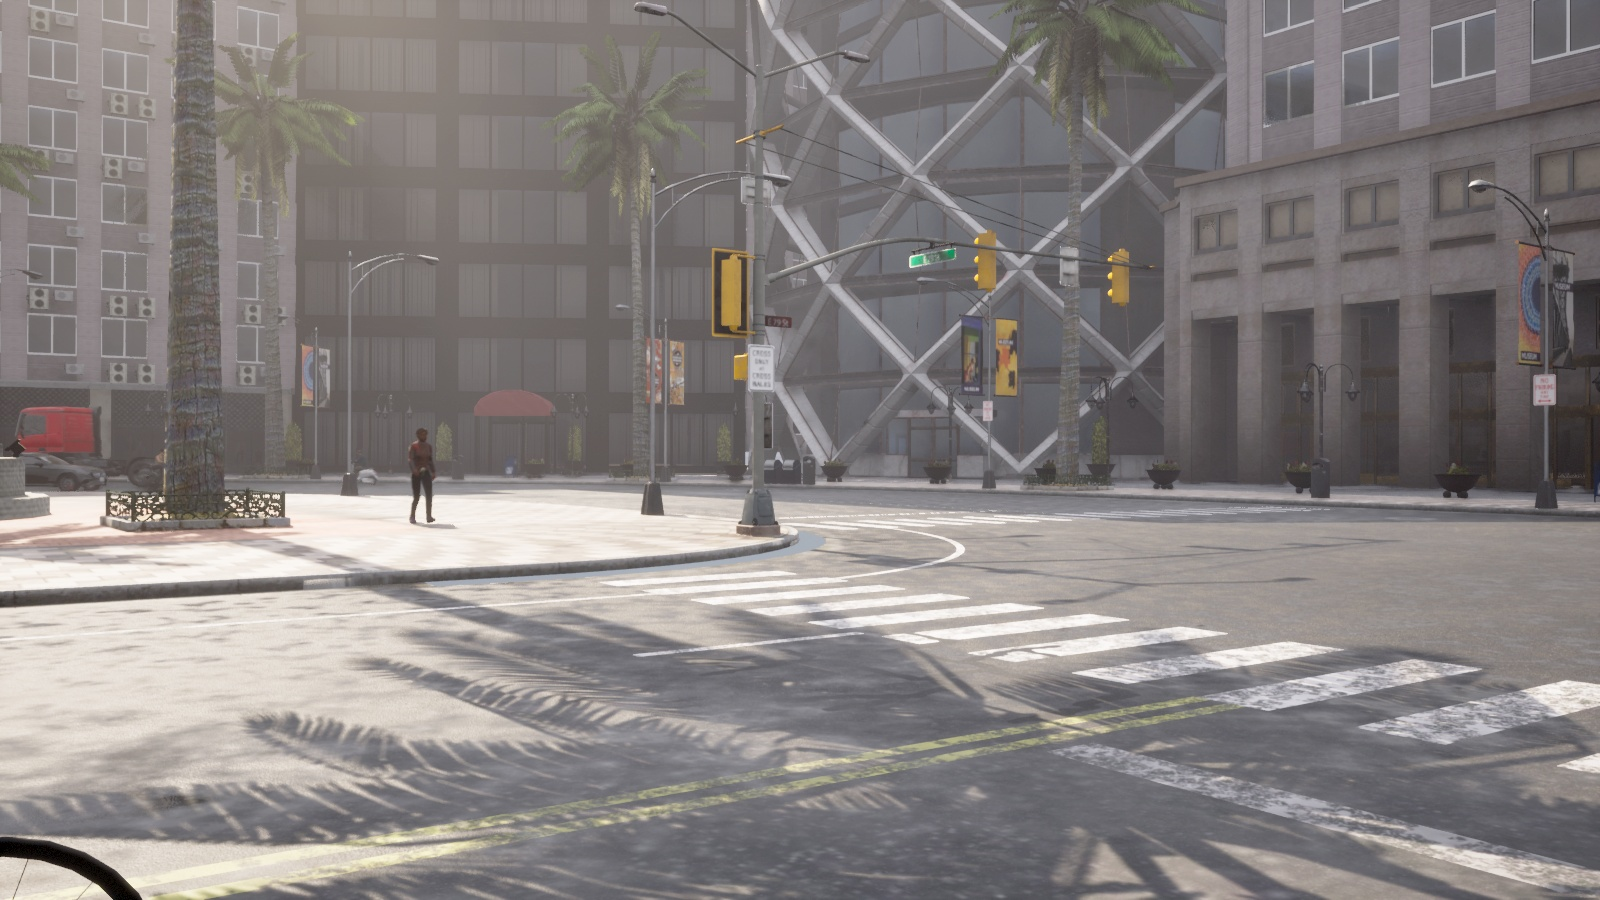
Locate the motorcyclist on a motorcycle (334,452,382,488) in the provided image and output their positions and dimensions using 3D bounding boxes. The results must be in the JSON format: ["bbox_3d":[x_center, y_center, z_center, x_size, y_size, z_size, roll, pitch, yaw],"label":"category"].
[{"bbox_3d":[-19.782,0.878,56.183,1.817,1.590,0.866,0,0,10],"label":"motorcyclist on a motorcycle"}]

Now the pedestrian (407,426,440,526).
[{"bbox_3d":[-6.945,0.473,23.148,0.328,1.805,0.869,0,0,-36],"label":"pedestrian"}]

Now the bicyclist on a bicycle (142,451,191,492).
[{"bbox_3d":[-25.055,0.856,49.681,1.509,1.612,0.866,0,0,2],"label":"bicyclist on a bicycle"}]

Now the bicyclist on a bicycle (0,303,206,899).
[{"bbox_3d":[-2.110,0.625,2.206,1.843,1.776,0.659,0,0,-35],"label":"bicyclist on a bicycle"}]

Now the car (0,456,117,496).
[{"bbox_3d":[-28.000,0.943,46.229,4.674,1.442,1.812,0,0,-3],"label":"car"}]

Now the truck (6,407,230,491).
[{"bbox_3d":[-28.795,-0.046,53.241,7.936,3.462,2.891,0,0,0],"label":"truck"}]
